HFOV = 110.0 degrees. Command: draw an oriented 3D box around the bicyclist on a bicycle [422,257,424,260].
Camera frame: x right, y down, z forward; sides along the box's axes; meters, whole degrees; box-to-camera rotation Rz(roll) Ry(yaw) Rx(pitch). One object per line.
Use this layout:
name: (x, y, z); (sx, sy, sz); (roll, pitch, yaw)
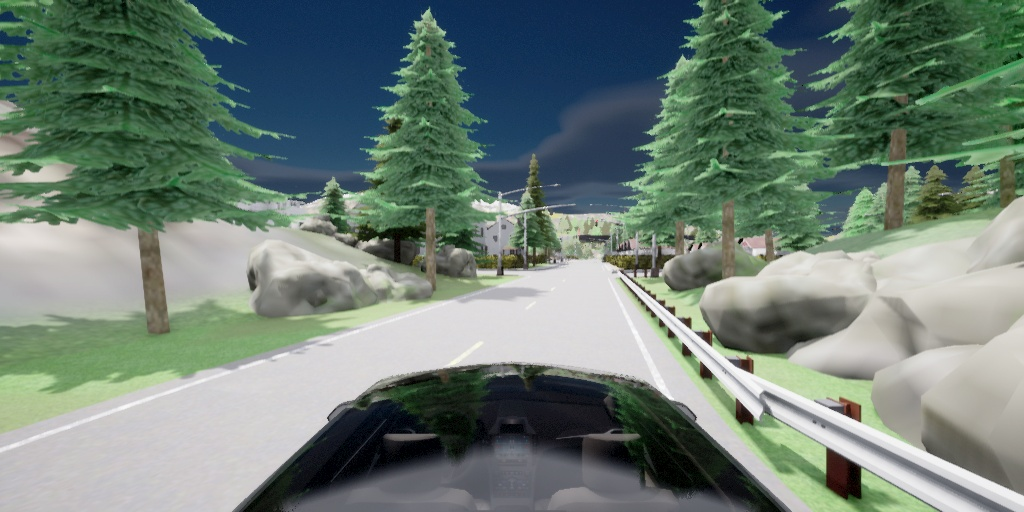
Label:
bicyclist on a bicycle: (-12.411, 1.009, 50.505); (0.582, 1.620, 1.656); (0, 0, 14)
